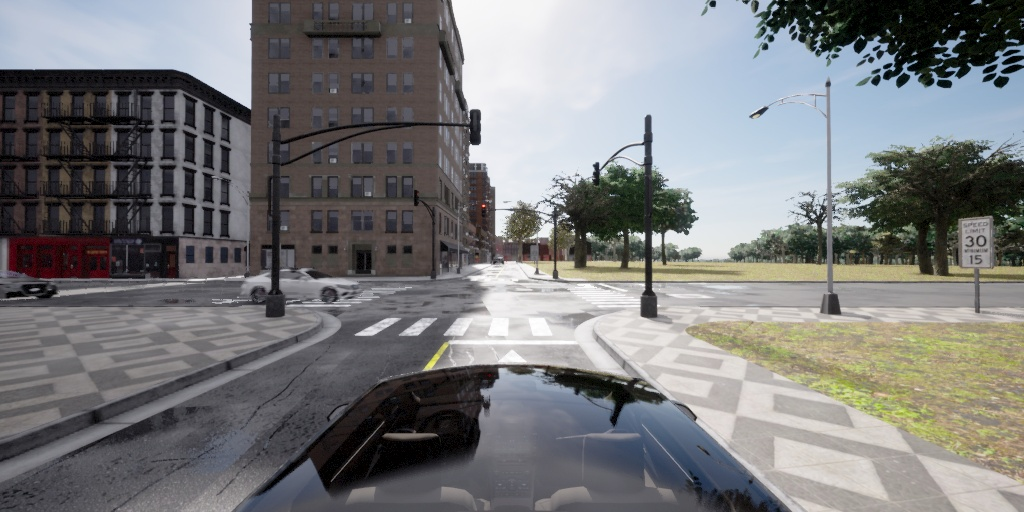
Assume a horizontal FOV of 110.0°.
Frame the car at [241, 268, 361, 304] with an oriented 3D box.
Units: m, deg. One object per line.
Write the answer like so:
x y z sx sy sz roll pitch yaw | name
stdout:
-8.985 1.242 15.438 4.674 1.442 1.812 0 -1 0 | car

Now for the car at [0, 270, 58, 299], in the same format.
-22.534 1.271 15.438 4.181 1.385 1.994 0 -1 0 | car
